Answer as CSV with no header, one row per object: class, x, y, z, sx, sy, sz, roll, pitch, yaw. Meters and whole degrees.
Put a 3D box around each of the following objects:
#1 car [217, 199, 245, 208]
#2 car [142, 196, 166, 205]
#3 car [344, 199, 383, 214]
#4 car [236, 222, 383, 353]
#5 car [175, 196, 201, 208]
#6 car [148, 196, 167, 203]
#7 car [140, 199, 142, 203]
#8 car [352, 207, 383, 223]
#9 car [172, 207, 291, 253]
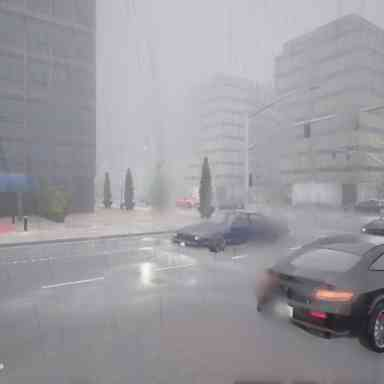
car,4.916,1.564,39.870,1.994,1.385,4.181,0,0,-35
car,-6.161,1.564,55.686,1.994,1.385,4.181,0,0,-35
car,18.277,1.505,34.259,4.892,1.490,1.837,0,3,39
car,3.210,1.526,6.110,4.674,1.442,1.812,0,0,-35
car,-0.467,1.352,47.548,2.097,1.767,4.553,0,0,-35
car,-7.331,1.599,69.804,1.895,1.301,4.718,0,0,-35
car,-8.728,1.564,65.766,1.994,1.385,4.181,0,0,-35
car,9.955,1.547,15.436,5.357,1.411,2.033,0,0,-36
car,1.818,1.547,13.912,5.357,1.411,2.033,0,0,-36
